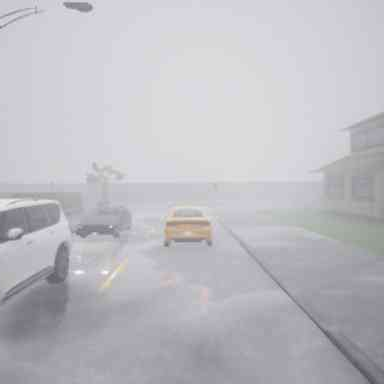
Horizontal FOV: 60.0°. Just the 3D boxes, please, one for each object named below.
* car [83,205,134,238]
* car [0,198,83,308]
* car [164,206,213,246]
[{"bbox_3d":[-4.268,1.410,17.192,2.033,1.411,5.357,0,1,0],"label":"car"},{"bbox_3d":[-4.161,1.185,6.540,2.150,2.045,5.566,0,1,-1],"label":"car"},{"bbox_3d":[-0.169,1.350,14.636,1.882,1.535,5.008,0,0,-1],"label":"car"}]
